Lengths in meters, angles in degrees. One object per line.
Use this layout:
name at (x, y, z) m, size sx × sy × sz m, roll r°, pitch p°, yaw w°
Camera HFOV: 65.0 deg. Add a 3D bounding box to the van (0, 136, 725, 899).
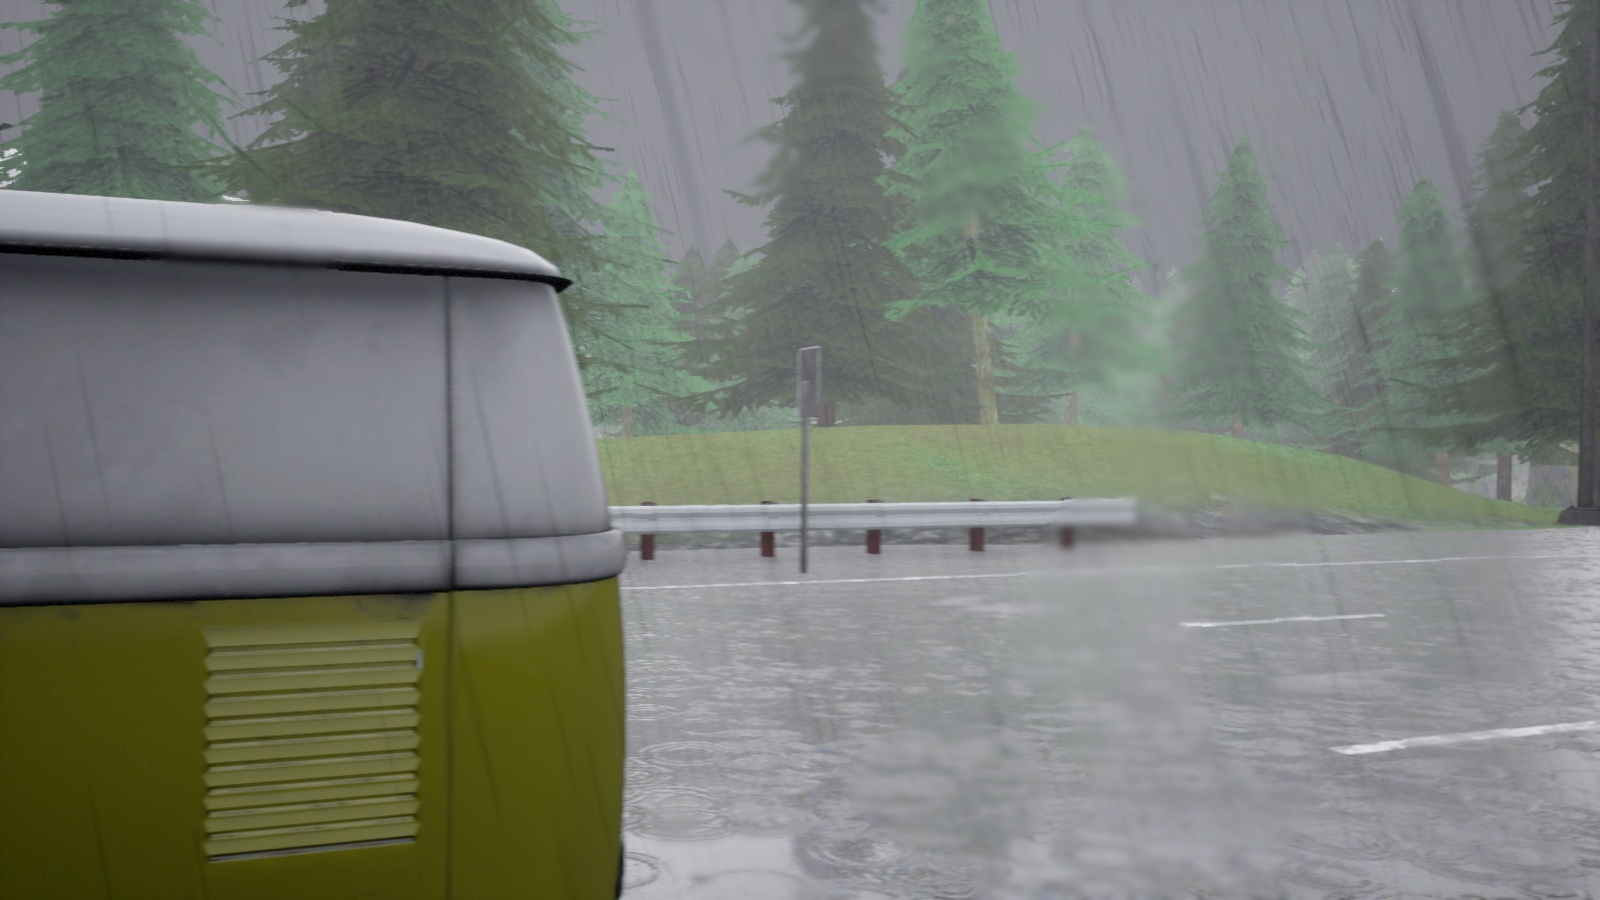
van at (-2.527, 0.542, 2.277) m, size 4.442 × 1.987 × 1.775 m, roll -1°, pitch 1°, yaw -21°
